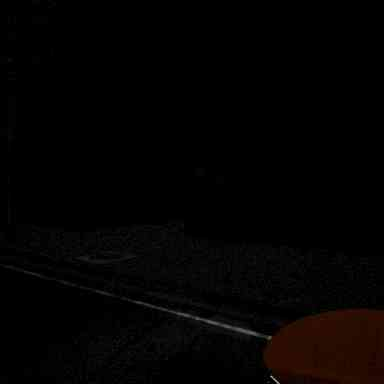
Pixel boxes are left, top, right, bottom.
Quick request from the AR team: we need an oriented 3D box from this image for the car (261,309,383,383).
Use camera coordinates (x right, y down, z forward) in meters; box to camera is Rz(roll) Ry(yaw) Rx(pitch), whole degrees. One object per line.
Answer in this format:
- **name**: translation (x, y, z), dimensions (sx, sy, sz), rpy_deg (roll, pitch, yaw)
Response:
- **car**: translation (2.871, 1.471, 1.979), dimensions (5.008, 1.535, 1.882), rpy_deg (-1, 0, 35)
